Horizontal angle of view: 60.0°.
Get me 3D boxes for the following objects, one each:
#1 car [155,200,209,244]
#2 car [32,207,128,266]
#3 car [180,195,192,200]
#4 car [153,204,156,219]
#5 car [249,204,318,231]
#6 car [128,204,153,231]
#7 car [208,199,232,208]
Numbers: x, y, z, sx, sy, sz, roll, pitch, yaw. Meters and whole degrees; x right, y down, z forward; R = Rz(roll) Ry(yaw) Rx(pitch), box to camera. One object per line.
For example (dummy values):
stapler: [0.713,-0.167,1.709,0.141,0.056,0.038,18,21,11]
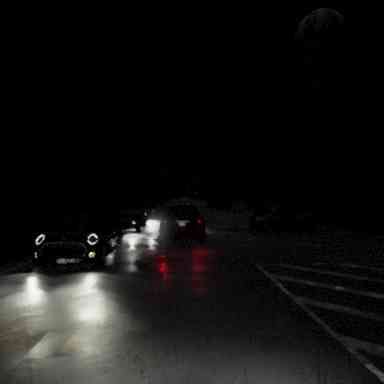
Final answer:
car: [-0.434,1.452,16.635,2.097,1.767,4.553,0,0,0]
car: [-3.829,1.436,11.921,2.097,1.767,4.553,0,0,-1]
car: [-1.636,1.651,76.606,2.150,2.045,5.566,0,0,-1]
car: [-4.212,1.799,31.819,1.895,1.301,4.718,0,0,-1]
car: [5.624,1.587,20.720,3.988,1.617,1.851,0,0,-2]
car: [-4.033,1.688,21.707,2.033,1.411,5.357,0,0,-1]
car: [4.422,1.846,53.709,4.181,1.381,1.994,0,0,-2]
